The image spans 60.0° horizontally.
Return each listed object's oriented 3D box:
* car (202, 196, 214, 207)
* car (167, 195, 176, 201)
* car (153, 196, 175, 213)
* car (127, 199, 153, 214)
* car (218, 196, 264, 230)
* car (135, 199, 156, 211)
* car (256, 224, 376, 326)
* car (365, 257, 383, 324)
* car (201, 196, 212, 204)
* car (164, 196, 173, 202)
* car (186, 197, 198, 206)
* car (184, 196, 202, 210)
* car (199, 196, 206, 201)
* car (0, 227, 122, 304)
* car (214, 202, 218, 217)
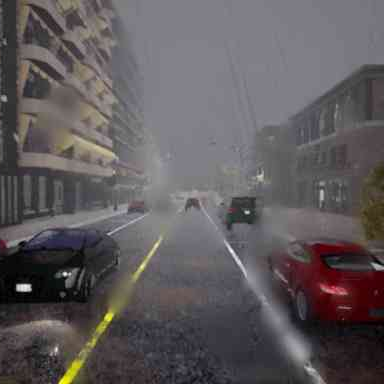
[{"bbox_3d":[2.701,1.558,52.454,1.752,1.417,4.829,-1,0,0],"label":"car"},{"bbox_3d":[-5.664,1.618,92.057,2.008,1.369,4.403,-1,0,0],"label":"car"},{"bbox_3d":[-3.075,1.526,36.705,1.837,1.490,4.892,0,0,0],"label":"car"},{"bbox_3d":[-5.686,1.565,35.283,1.887,1.381,4.507,-1,0,0],"label":"car"},{"bbox_3d":[3.115,1.239,21.451,2.150,2.045,5.566,0,0,0],"label":"car"},{"bbox_3d":[-5.684,1.575,40.961,2.008,1.369,4.403,-1,0,0],"label":"car"},{"bbox_3d":[2.684,1.585,6.865,1.802,1.307,4.206,-1,0,0],"label":"car"},{"bbox_3d":[2.701,1.441,1.189,1.967,1.590,4.097,-1,0,0],"label":"car"},{"bbox_3d":[2.705,1.587,63.638,1.887,1.381,4.507,-1,0,0],"label":"car"},{"bbox_3d":[-5.668,1.623,80.703,1.947,1.339,4.313,-1,0,0],"label":"car"},{"bbox_3d":[0.061,1.584,58.603,2.033,1.411,5.357,0,0,2],"label":"car"},{"bbox_3d":[0.076,1.533,43.822,1.837,1.490,4.892,0,0,0],"label":"car"},{"bbox_3d":[2.715,1.643,86.348,1.802,1.307,4.206,-1,0,0],"label":"car"},{"bbox_3d":[-3.061,1.568,8.093,1.994,1.385,4.181,0,0,1],"label":"car"},{"bbox_3d":[3.159,1.541,28.421,1.812,1.442,4.674,0,0,0],"label":"car"}]
